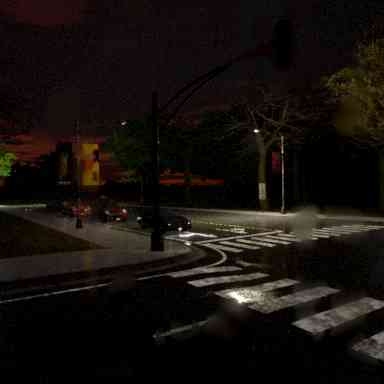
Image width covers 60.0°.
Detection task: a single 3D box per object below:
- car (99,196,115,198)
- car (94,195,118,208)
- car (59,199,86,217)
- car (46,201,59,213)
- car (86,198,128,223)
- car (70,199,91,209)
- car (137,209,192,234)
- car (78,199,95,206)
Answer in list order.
[{"bbox_3d":[-13.808,1.783,50.366,2.097,1.767,4.553,-1,0,-35],"label":"car"},{"bbox_3d":[-15.048,1.654,57.910,2.150,2.045,5.566,-1,0,-35],"label":"car"},{"bbox_3d":[-13.112,1.813,37.810,2.097,1.767,4.553,-1,0,-35],"label":"car"},{"bbox_3d":[-18.866,2.036,46.116,1.882,1.535,5.008,-1,0,-35],"label":"car"},{"bbox_3d":[-7.506,1.717,29.788,2.097,1.767,4.553,-1,0,-35],"label":"car"},{"bbox_3d":[-19.667,2.080,58.679,2.033,1.411,5.357,-1,0,-35],"label":"car"},{"bbox_3d":[-2.011,1.820,22.034,2.033,1.411,5.357,-1,0,-29],"label":"car"},{"bbox_3d":[-21.161,2.101,66.657,1.994,1.385,4.181,-1,0,-35],"label":"car"}]
